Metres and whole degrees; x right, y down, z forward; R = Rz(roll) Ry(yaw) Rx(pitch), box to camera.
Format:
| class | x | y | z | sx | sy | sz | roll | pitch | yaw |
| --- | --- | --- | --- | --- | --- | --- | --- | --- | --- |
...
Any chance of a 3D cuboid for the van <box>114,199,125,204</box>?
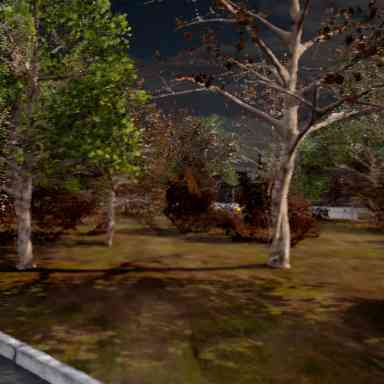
| class | x | y | z | sx | sy | sz | roll | pitch | yaw |
| --- | --- | --- | --- | --- | --- | --- | --- | --- | --- |
| van | -11.986 | 2.138 | 59.473 | 1.878 | 1.987 | 4.442 | 0 | 0 | 35 |

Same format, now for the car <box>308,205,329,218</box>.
| class | x | y | z | sx | sy | sz | roll | pitch | yaw |
| --- | --- | --- | --- | --- | --- | --- | --- | --- | --- |
| car | 15.092 | 2.343 | 40.084 | 2.163 | 1.488 | 4.792 | 0 | 0 | 35 |

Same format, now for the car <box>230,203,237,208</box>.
| class | x | y | z | sx | sy | sz | roll | pitch | yaw |
| --- | --- | --- | --- | --- | --- | --- | --- | --- | --- |
| car | 6.034 | 2.326 | 46.504 | 2.097 | 1.535 | 5.008 | 0 | 0 | 35 |

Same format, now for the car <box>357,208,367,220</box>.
| class | x | y | z | sx | sy | sz | roll | pitch | yaw |
| --- | --- | --- | --- | --- | --- | --- | --- | --- | --- |
| car | 19.706 | 2.304 | 36.991 | 1.946 | 1.575 | 5.366 | 0 | 0 | 35 |
